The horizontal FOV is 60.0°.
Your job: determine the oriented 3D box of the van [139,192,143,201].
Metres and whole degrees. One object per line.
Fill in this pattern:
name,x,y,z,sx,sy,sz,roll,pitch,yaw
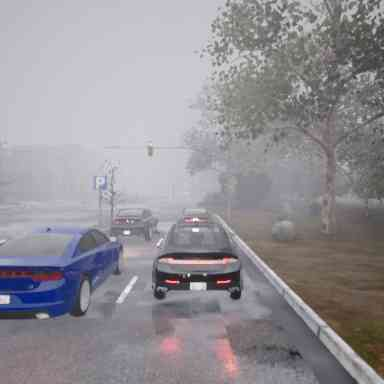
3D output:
van,-13.191,1.074,70.743,4.442,1.987,1.878,-1,0,-14

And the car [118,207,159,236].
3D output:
car,-2.825,1.525,16.965,1.837,1.490,4.892,0,0,1

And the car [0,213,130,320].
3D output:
car,-2.886,1.485,7.534,1.882,1.535,5.008,0,0,0

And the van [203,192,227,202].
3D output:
van,4.328,1.025,64.341,4.442,1.987,1.878,1,0,-14

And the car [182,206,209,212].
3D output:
car,0.185,1.526,17.879,1.837,1.490,4.892,0,0,0

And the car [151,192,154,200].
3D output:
car,-12.212,1.337,79.710,4.674,1.452,2.002,-1,0,-13

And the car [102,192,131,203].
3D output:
car,-14.401,1.341,61.760,4.792,1.488,2.163,-1,0,-15

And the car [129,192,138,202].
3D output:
car,-13.754,1.298,64.751,5.366,1.575,1.946,-1,0,-15

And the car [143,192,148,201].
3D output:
car,-12.961,1.301,73.714,4.892,1.521,2.231,-1,0,-14

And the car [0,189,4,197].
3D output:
car,-31.128,0.123,52.639,2.002,1.452,4.674,6,-3,-19

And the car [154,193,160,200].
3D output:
car,-11.393,1.334,85.692,4.674,1.452,2.002,-1,0,-12

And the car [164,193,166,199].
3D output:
car,-10.517,1.291,91.676,5.008,1.535,2.097,-1,0,-12

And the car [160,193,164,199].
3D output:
car,-10.941,1.041,88.698,5.566,2.045,2.435,-1,0,-12

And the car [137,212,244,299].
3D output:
car,0.117,1.500,8.467,2.128,1.511,4.902,0,0,0

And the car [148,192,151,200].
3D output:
car,-12.586,1.338,76.709,4.674,1.452,2.002,-1,0,-13

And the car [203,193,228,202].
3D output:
car,4.714,1.123,67.310,4.553,1.767,2.185,1,0,-14

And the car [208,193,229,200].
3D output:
car,6.515,1.106,82.009,4.553,1.767,2.185,1,0,-12
